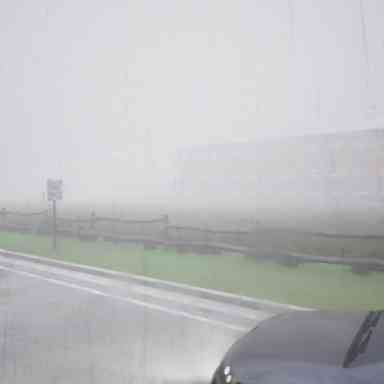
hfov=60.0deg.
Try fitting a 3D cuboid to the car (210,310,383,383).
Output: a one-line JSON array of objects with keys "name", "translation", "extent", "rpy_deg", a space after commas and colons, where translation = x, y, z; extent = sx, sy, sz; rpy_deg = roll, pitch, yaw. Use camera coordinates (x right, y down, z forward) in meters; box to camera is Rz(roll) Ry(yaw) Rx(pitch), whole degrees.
[{"name": "car", "translation": [2.168, 1.551, 2.357], "extent": [4.181, 1.385, 1.994], "rpy_deg": [0, 0, 36]}]
